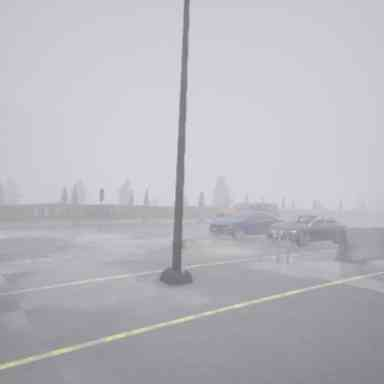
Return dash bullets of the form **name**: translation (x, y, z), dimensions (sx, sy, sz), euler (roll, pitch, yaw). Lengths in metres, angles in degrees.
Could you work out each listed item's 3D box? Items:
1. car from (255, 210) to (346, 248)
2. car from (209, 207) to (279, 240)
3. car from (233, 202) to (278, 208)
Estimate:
- **car**: translation (5.852, 1.883, 16.758), dimensions (4.902, 1.511, 2.128), euler (3, -2, -35)
- **car**: translation (3.255, 1.837, 19.205), dimensions (5.008, 1.535, 1.882), euler (3, -2, -35)
- **car**: translation (4.115, 1.750, 24.117), dimensions (5.566, 2.045, 2.150), euler (4, -2, -35)
